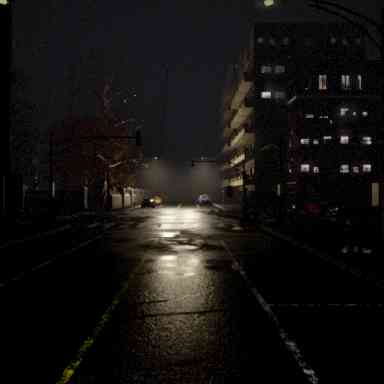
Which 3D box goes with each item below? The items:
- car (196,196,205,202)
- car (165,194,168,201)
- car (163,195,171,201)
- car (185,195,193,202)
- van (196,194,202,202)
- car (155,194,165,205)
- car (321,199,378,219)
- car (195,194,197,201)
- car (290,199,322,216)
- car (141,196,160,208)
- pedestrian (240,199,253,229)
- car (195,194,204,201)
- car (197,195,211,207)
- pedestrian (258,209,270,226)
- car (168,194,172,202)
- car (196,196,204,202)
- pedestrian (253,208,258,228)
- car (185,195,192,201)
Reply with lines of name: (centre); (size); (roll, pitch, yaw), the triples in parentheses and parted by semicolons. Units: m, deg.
car: (1.943, 1.635, 75.751); (2.008, 1.369, 4.403); (0, 0, -1)
car: (-6.324, 1.377, 64.409); (2.192, 1.841, 5.009); (0, 0, -1)
car: (-6.547, 1.550, 86.928); (1.967, 1.590, 4.097); (0, 0, -1)
car: (-0.754, 1.624, 76.289); (2.033, 1.411, 5.357); (0, 0, -1)
van: (2.112, 1.393, 58.862); (1.690, 1.788, 3.998); (0, 0, -1)
car: (-6.266, 1.577, 58.609); (1.752, 1.417, 4.829); (0, 0, -1)
car: (15.704, 1.691, 32.829); (4.553, 1.767, 2.097); (1, 0, -1)
car: (2.000, 1.513, 70.121); (1.967, 1.590, 4.097); (0, 0, -1)
car: (13.118, 1.619, 35.386); (5.009, 1.841, 2.192); (1, -1, -1)
car: (-6.157, 1.601, 47.518); (1.947, 1.339, 4.313); (0, 0, -1)
pedestrian: (3.293, 1.301, 20.082); (0.375, 1.860, 0.375); (0, 0, -1)
car: (1.833, 1.425, 87.011); (2.192, 1.841, 5.009); (0, 0, -1)
car: (2.167, 1.588, 53.231); (1.887, 1.381, 4.507); (0, 0, -1)
pedestrian: (4.578, 1.529, 20.694); (0.500, 1.100, 0.500); (0, 0, -1)
car: (-6.492, 1.537, 81.299); (1.967, 1.590, 4.097); (0, 0, -1)
car: (1.888, 1.642, 81.381); (1.887, 1.381, 4.507); (0, 0, -1)
pedestrian: (4.223, 1.552, 21.290); (0.500, 1.100, 0.500); (0, 0, -1)
car: (-0.856, 1.486, 86.708); (1.837, 1.490, 4.892); (0, 0, -1)
